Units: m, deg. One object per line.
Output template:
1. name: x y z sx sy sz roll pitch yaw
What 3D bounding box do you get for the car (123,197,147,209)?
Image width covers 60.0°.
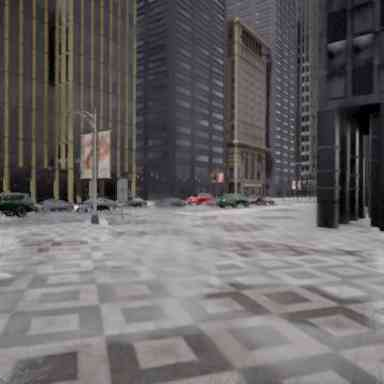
1. car: -7.857 1.413 43.417 1.812 1.442 4.674 0 0 36

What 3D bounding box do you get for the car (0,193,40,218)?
1. car: -15.760 1.104 26.867 2.150 2.045 5.566 0 0 36

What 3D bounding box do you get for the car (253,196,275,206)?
1. car: 11.931 1.486 54.092 1.837 1.490 4.892 0 0 36

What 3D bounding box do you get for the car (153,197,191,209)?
1. car: -2.825 1.460 44.866 2.033 1.411 5.357 0 0 34

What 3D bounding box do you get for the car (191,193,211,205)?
1. car: 1.322 1.222 56.035 2.150 2.045 5.566 0 0 36

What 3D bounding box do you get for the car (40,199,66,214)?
1. car: -14.418 1.434 34.306 1.994 1.385 4.181 0 0 35

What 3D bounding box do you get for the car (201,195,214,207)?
1. car: 4.035 1.494 48.582 2.033 1.411 5.357 0 0 36

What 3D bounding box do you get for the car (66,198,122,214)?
1. car: -10.067 1.386 34.789 2.128 1.511 4.902 0 0 36

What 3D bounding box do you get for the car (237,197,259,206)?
1. car: 9.534 1.524 56.328 1.994 1.385 4.181 0 0 36

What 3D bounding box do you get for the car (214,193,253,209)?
1. car: 5.741 1.186 45.409 2.150 2.045 5.566 0 0 36
